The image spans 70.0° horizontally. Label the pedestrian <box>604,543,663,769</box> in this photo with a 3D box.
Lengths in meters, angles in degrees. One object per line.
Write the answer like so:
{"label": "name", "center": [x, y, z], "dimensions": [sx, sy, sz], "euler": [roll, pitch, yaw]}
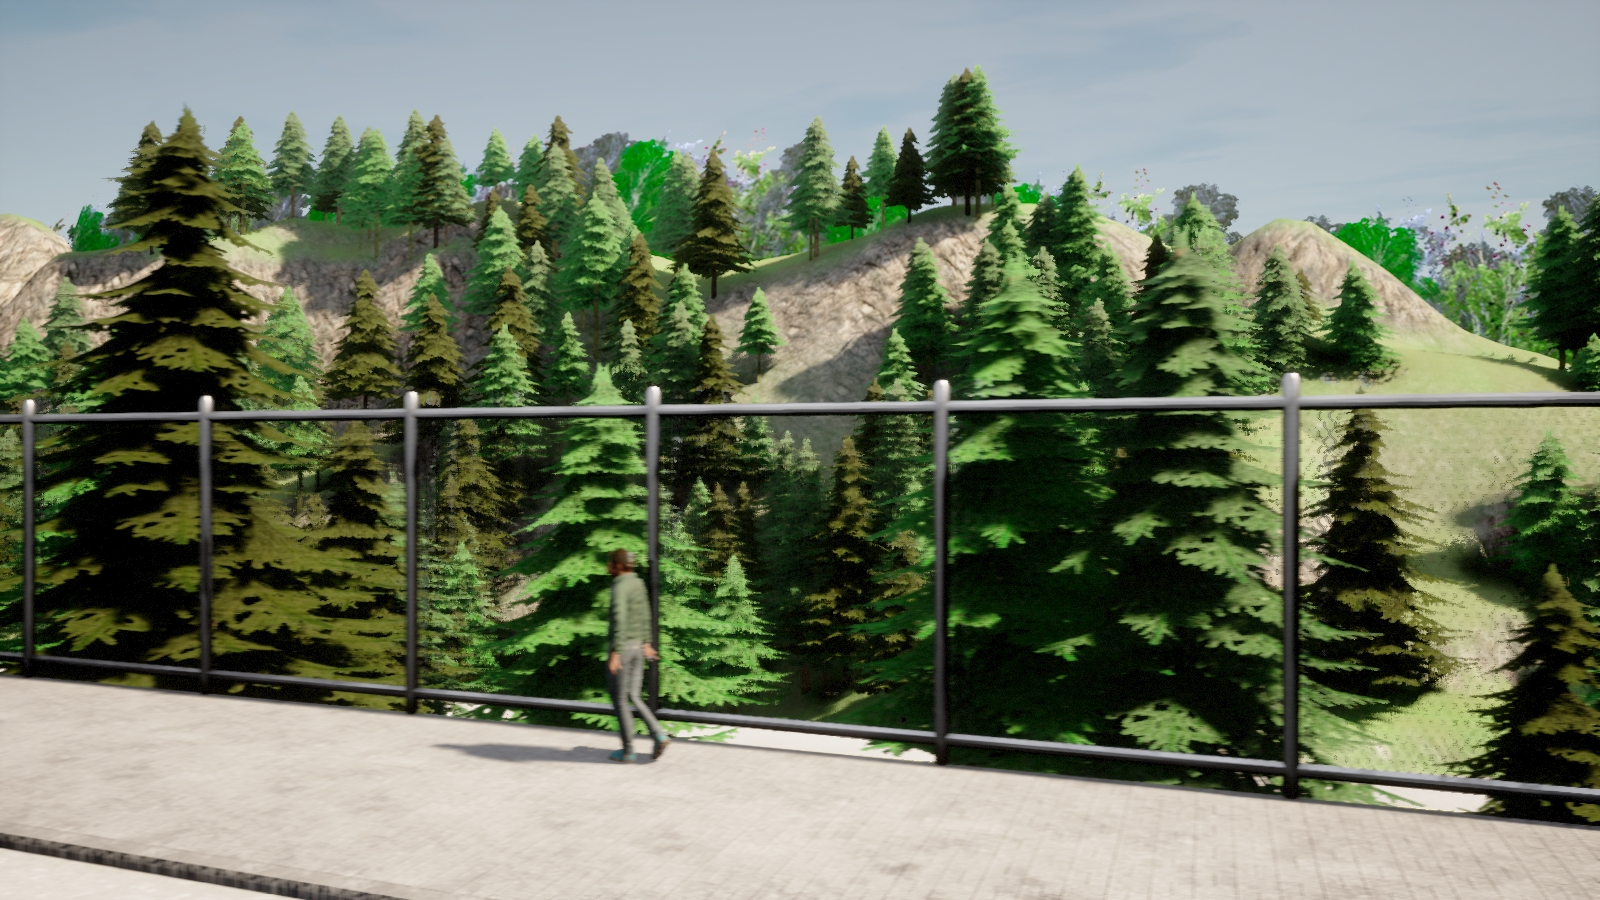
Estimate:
{"label": "pedestrian", "center": [-1.426, 1.744, 9.804], "dimensions": [0.375, 1.860, 0.375], "euler": [0, 0, 19]}
